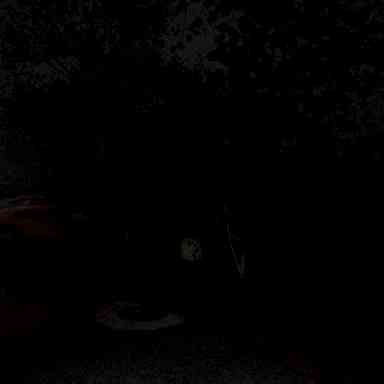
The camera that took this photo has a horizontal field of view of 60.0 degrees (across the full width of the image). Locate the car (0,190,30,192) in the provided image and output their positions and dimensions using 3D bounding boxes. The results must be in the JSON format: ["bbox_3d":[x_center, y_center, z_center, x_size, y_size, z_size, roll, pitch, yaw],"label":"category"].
[{"bbox_3d":[-12.393,0.905,24.579,5.366,1.575,1.946,1,2,-30],"label":"car"}]

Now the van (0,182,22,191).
[{"bbox_3d":[-41.022,-1.236,75.165,4.442,1.987,1.878,1,1,-30],"label":"van"}]

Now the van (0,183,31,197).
[{"bbox_3d":[-26.083,-0.302,48.622,4.442,1.987,1.878,1,1,-30],"label":"van"}]

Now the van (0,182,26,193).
[{"bbox_3d":[-34.201,-0.814,63.262,4.442,1.987,1.878,1,1,-30],"label":"van"}]

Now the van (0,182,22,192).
[{"bbox_3d":[-39.707,-1.155,72.872,4.442,1.987,1.878,1,1,-30],"label":"van"}]

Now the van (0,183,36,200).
[{"bbox_3d":[-21.938,-0.043,41.405,4.442,1.987,1.878,1,1,-30],"label":"van"}]

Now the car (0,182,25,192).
[{"bbox_3d":[-38.456,-1.097,70.396,5.566,2.045,2.435,1,1,-30],"label":"car"}]

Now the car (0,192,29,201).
[{"bbox_3d":[-8.135,1.109,17.586,4.553,1.767,2.185,1,2,-30],"label":"car"}]

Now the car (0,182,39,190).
[{"bbox_3d":[-14.950,0.442,29.482,5.566,2.045,2.435,1,2,-30],"label":"car"}]

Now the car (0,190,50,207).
[{"bbox_3d":[-16.384,0.612,31.862,4.792,1.488,2.163,1,2,-30],"label":"car"}]

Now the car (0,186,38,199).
[{"bbox_3d":[-23.230,0.096,43.882,5.008,1.535,2.097,1,1,-30],"label":"car"}]

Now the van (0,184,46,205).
[{"bbox_3d":[-17.687,0.248,34.438,4.442,1.987,1.878,1,2,-30],"label":"van"}]

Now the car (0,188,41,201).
[{"bbox_3d":[-20.459,0.305,39.092,4.792,1.488,2.163,1,1,-30],"label":"car"}]

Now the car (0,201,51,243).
[{"bbox_3d":[-6.795,1.343,15.168,5.008,1.535,2.097,1,2,-30],"label":"car"}]

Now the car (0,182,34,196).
[{"bbox_3d":[-27.381,-0.411,51.067,5.566,2.045,2.435,1,1,-30],"label":"car"}]

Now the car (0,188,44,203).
[{"bbox_3d":[-19.148,0.398,36.803,4.792,1.488,2.163,1,2,-30],"label":"car"}]

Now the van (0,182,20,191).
[{"bbox_3d":[-42.667,-1.329,77.567,4.442,1.987,1.878,1,1,-30],"label":"van"}]

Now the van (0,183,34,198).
[{"bbox_3d":[-24.504,-0.213,46.335,4.442,1.987,1.878,1,1,-30],"label":"van"}]
